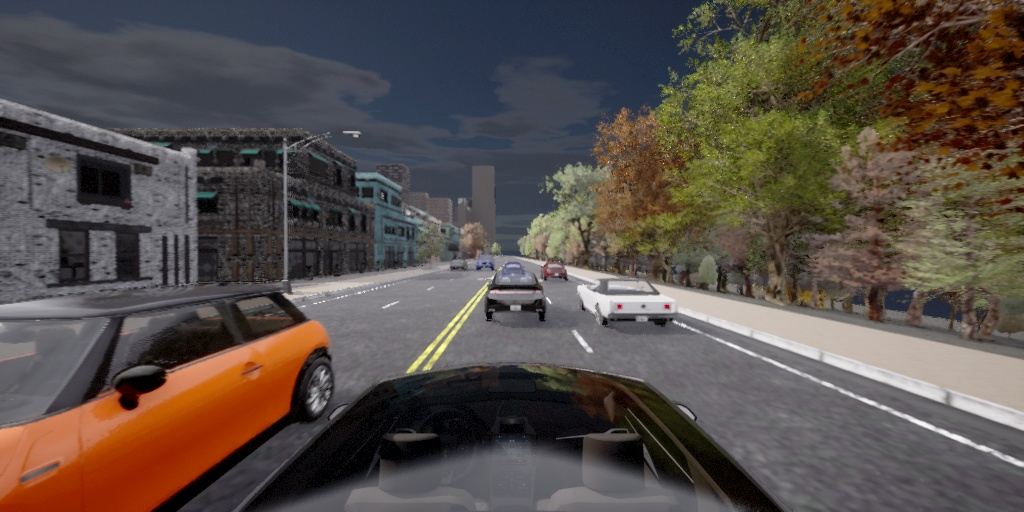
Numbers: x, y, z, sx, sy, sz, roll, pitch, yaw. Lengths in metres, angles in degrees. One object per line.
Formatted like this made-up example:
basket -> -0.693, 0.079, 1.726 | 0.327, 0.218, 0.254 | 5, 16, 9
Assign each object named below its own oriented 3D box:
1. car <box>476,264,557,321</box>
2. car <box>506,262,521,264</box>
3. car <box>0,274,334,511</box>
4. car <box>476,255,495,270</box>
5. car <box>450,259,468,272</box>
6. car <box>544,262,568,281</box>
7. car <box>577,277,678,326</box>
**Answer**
car -> 0.100, 1.214, 12.350 | 2.128, 1.511, 4.902 | 0, 0, 0
car -> 0.097, 1.204, 29.196 | 1.812, 1.442, 4.674 | 0, 0, 0
car -> -3.351, 1.099, 2.726 | 2.097, 1.767, 4.553 | 0, 0, 0
car -> -3.337, 0.859, 45.707 | 2.150, 2.045, 5.566 | 0, 0, 0
car -> -6.588, 1.143, 44.958 | 1.837, 1.490, 4.892 | 0, 0, 0
car -> 3.346, 1.204, 29.186 | 1.812, 1.442, 4.674 | 0, 0, 0
car -> 3.349, 1.326, 11.446 | 1.895, 1.301, 4.718 | 0, 0, 0
